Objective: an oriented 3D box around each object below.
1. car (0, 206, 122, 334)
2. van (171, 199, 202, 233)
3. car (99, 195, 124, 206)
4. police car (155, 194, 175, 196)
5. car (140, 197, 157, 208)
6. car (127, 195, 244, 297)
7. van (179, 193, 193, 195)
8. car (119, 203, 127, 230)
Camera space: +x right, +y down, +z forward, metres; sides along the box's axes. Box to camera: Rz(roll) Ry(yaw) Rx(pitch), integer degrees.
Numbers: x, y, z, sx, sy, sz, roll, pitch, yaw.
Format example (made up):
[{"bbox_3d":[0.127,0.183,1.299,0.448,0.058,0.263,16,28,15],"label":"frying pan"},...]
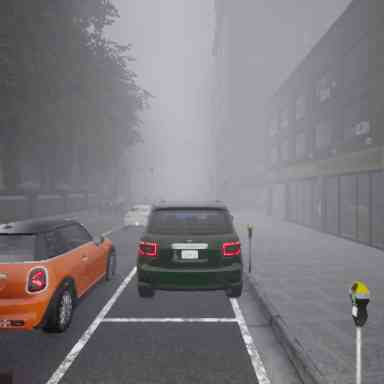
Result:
[{"bbox_3d":[-3.045,1.351,6.920,2.097,1.767,4.553,0,0,0],"label":"car"},{"bbox_3d":[-0.290,1.333,19.998,1.690,1.788,3.998,0,0,0],"label":"van"},{"bbox_3d":[-8.815,1.291,36.940,2.192,1.841,5.009,0,0,0],"label":"car"},{"bbox_3d":[-3.147,1.401,36.752,1.930,1.638,5.238,0,0,0],"label":"police car"},{"bbox_3d":[-6.145,1.503,47.433,1.812,1.442,4.674,0,0,0],"label":"car"},{"bbox_3d":[-0.039,1.218,8.679,2.150,2.045,5.566,0,0,0],"label":"car"},{"bbox_3d":[-0.290,1.317,36.980,1.690,1.788,3.998,0,0,0],"label":"van"},{"bbox_3d":[-3.044,1.517,20.709,1.812,1.442,4.674,0,0,0],"label":"car"}]
